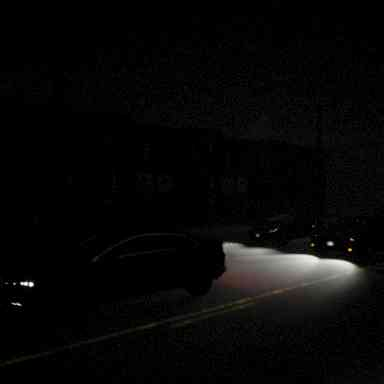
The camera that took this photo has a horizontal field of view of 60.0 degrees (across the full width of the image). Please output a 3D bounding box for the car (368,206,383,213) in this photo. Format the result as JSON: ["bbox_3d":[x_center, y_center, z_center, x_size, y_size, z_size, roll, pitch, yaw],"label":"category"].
[{"bbox_3d":[12.907,1.743,22.373,4.892,1.490,1.837,0,0,-37],"label":"car"}]

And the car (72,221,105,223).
[{"bbox_3d":[-3.240,1.626,10.343,5.357,1.411,2.033,1,-1,-37],"label":"car"}]

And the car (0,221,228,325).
[{"bbox_3d":[-1.439,1.550,7.302,4.902,1.511,2.128,1,-1,-35],"label":"car"}]

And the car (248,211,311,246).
[{"bbox_3d":[4.802,1.685,16.335,4.674,1.442,1.812,1,-1,-37],"label":"car"}]

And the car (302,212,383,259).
[{"bbox_3d":[6.579,1.703,13.323,4.181,1.385,1.994,1,-1,-38],"label":"car"}]
